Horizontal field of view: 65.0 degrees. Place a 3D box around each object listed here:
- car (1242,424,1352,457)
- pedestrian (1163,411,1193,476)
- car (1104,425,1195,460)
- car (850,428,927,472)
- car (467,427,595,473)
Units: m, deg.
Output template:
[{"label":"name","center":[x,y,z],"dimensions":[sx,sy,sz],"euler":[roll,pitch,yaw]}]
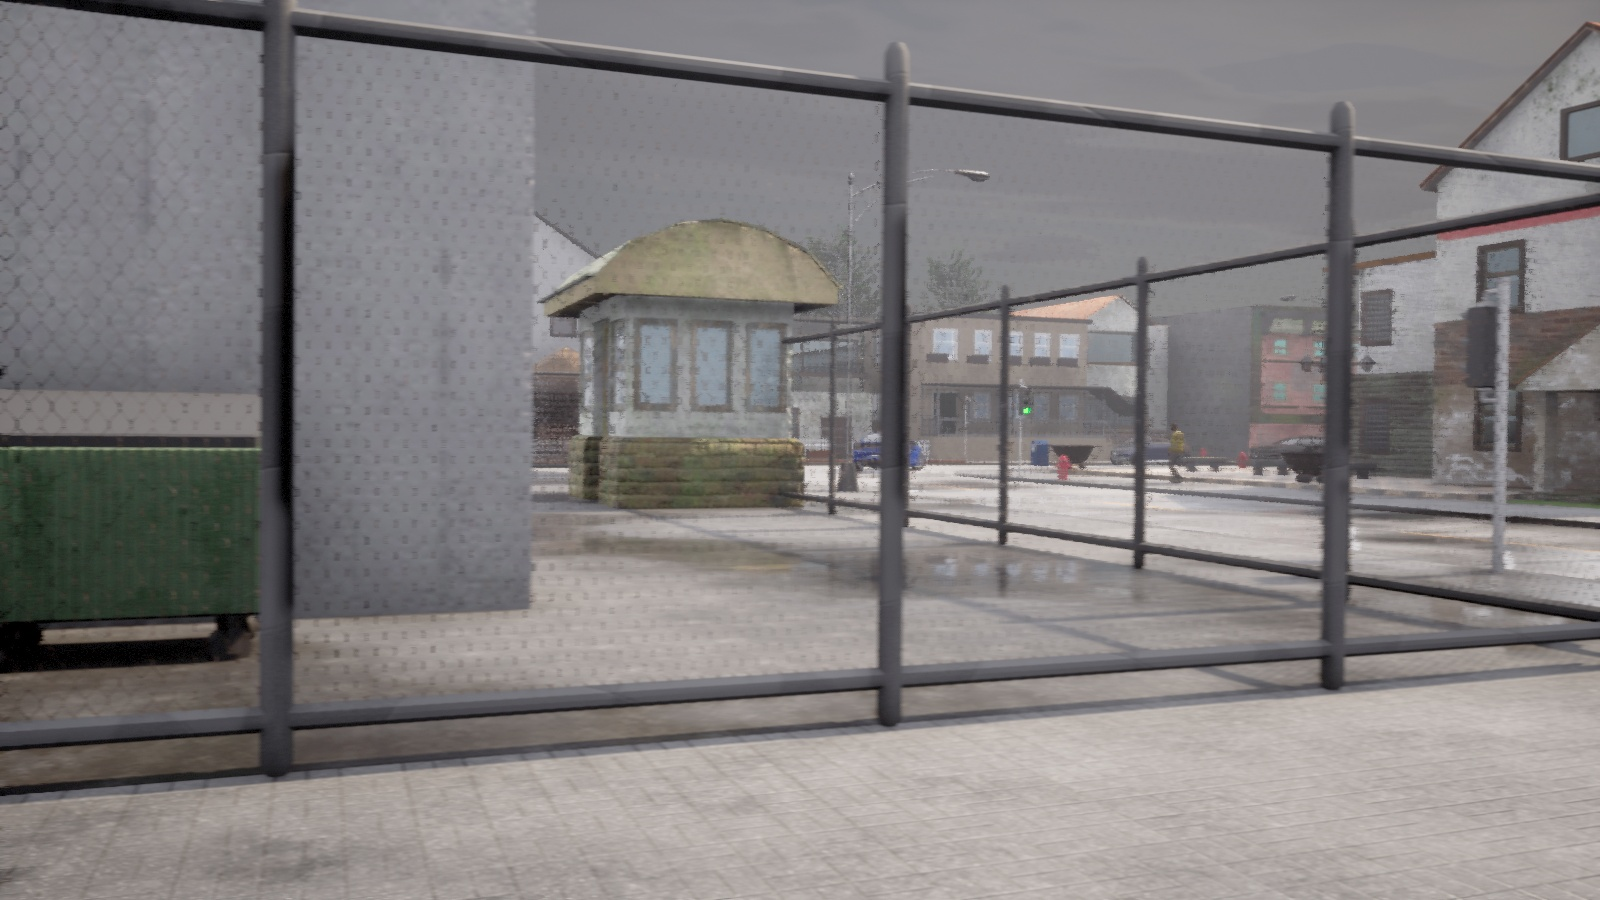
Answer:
[{"label":"car","center":[24.362,-0.492,61.549],"dimensions":[5.008,1.535,1.882],"euler":[-1,1,-21]},{"label":"pedestrian","center":[10.726,-0.191,35.646],"dimensions":[0.370,1.835,0.726],"euler":[-1,1,-41]},{"label":"car","center":[16.269,-0.353,58.476],"dimensions":[3.705,1.549,1.789],"euler":[-1,1,-21]},{"label":"car","center":[3.435,-0.043,47.869],"dimensions":[1.882,1.535,5.008],"euler":[-1,1,16]},{"label":"car","center":[-10.379,-0.035,48.353],"dimensions":[4.611,1.667,2.242],"euler":[-1,1,-18]}]
